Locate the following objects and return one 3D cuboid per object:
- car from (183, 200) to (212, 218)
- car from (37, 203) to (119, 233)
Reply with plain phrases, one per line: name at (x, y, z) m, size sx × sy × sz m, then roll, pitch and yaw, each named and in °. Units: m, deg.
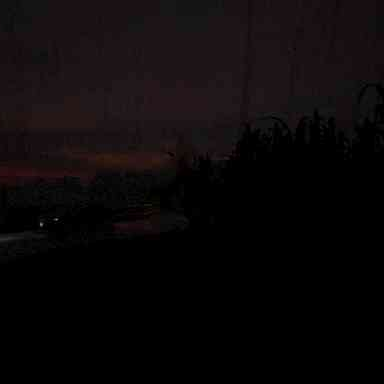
car at (1.185, 1.452, 30.338) m, size 1.882 × 1.535 × 5.008 m, roll 1°, pitch 1°, yaw 35°
car at (-6.513, 1.445, 19.529) m, size 2.128 × 1.511 × 4.902 m, roll 1°, pitch 0°, yaw 36°
